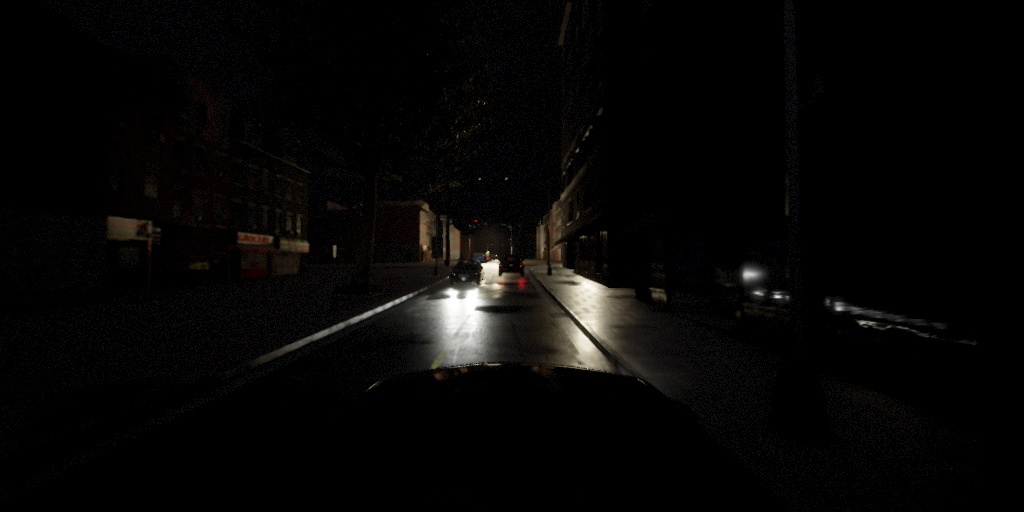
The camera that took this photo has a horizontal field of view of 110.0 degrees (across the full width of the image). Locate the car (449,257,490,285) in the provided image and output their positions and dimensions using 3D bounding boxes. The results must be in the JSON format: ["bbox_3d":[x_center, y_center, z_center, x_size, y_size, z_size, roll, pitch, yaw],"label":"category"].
[{"bbox_3d":[-2.826,1.022,23.242,2.128,1.511,4.902,0,1,0],"label":"car"}]

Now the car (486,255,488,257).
[{"bbox_3d":[-5.646,0.584,61.453,2.007,1.370,4.403,0,0,0],"label":"car"}]

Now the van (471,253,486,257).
[{"bbox_3d":[-5.625,0.384,58.133,1.690,1.789,3.998,0,0,0],"label":"van"}]

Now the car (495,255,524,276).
[{"bbox_3d":[-0.056,0.694,30.311,2.097,1.767,4.553,0,2,0],"label":"car"}]
